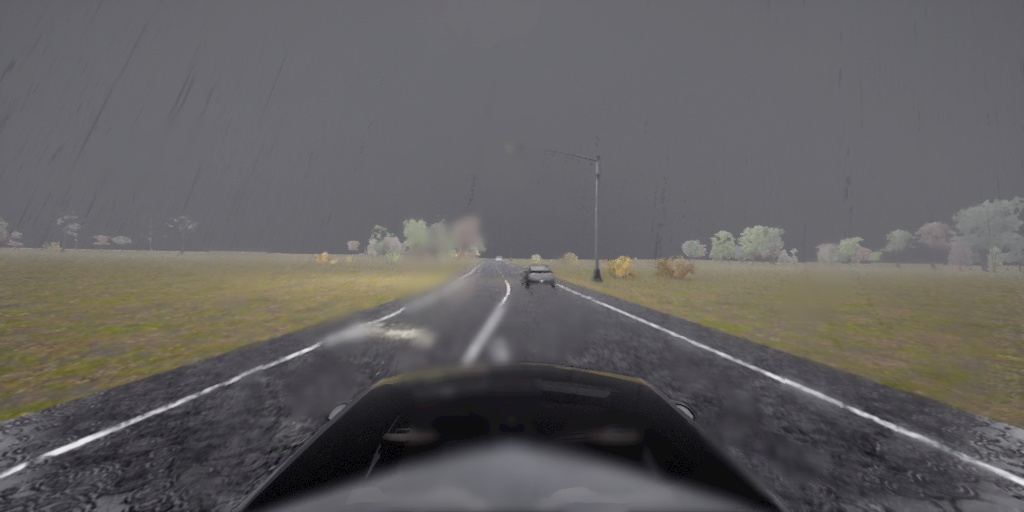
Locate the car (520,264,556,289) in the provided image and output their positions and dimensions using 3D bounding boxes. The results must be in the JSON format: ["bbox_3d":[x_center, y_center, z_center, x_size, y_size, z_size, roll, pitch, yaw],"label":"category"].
[{"bbox_3d":[1.617,1.260,23.157,2.128,1.511,4.902,0,0,-4],"label":"car"}]
